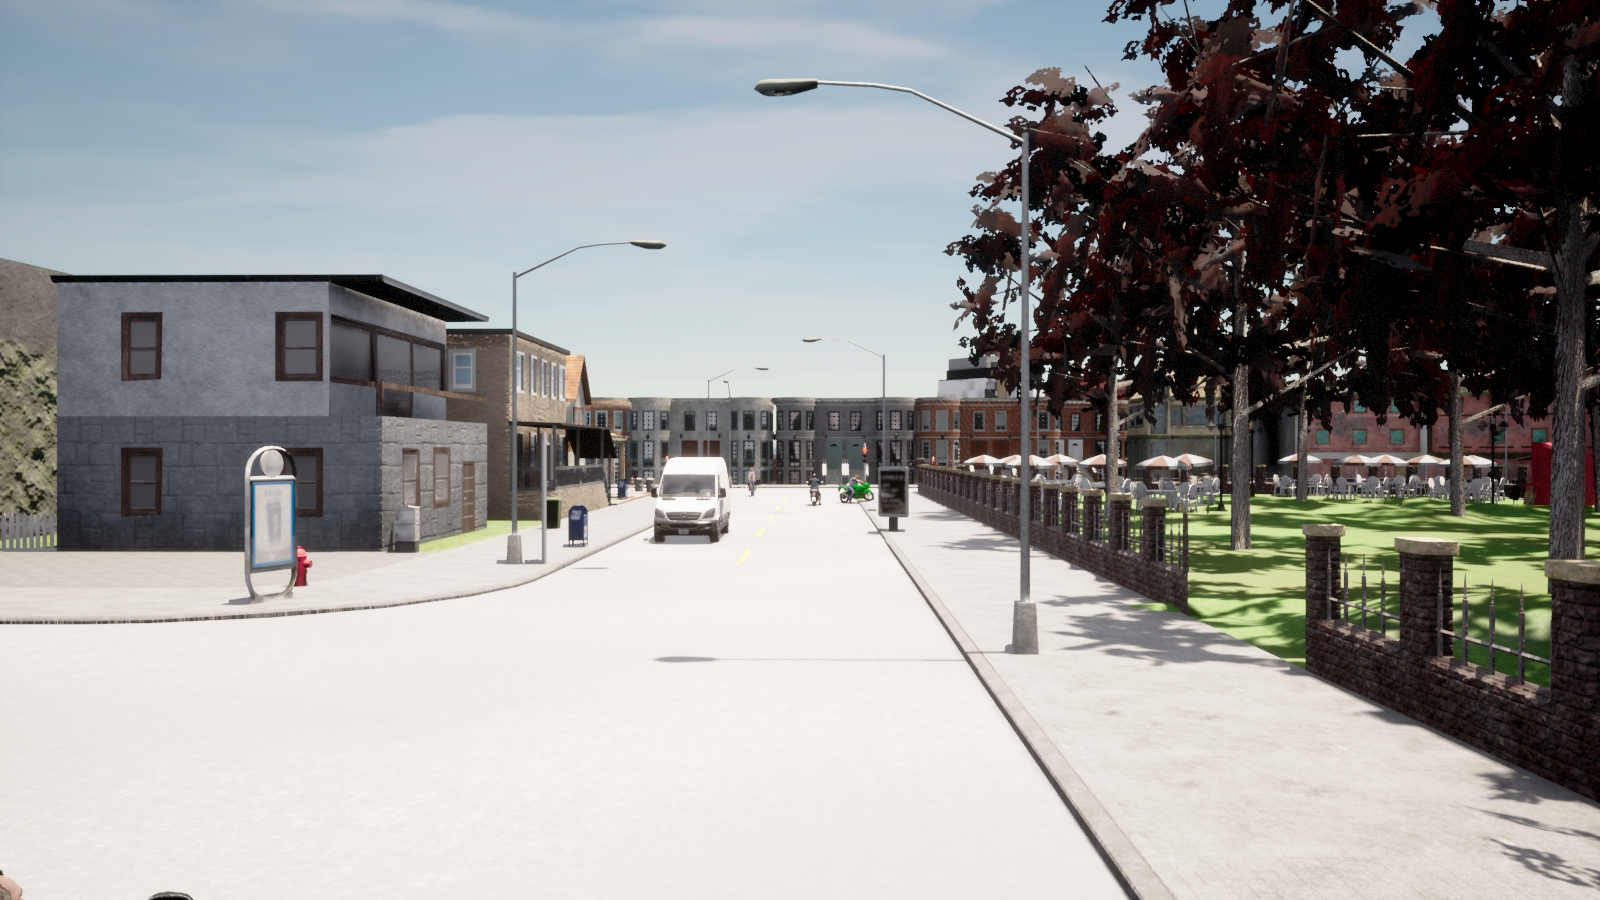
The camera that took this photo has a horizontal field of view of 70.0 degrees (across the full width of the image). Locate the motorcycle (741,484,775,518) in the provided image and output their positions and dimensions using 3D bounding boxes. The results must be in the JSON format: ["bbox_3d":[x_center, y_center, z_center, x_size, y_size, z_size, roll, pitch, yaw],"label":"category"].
[{"bbox_3d":[-1.677,1.985,45.065,0.867,1.251,2.209,0,0,-15],"label":"motorcycle"}]

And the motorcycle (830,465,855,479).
[{"bbox_3d":[3.779,1.939,101.151,2.033,1.145,0.803,-5,-2,27],"label":"motorcycle"}]

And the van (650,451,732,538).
[{"bbox_3d":[-3.393,1.314,36.728,1.988,2.561,5.915,0,0,1],"label":"van"}]
